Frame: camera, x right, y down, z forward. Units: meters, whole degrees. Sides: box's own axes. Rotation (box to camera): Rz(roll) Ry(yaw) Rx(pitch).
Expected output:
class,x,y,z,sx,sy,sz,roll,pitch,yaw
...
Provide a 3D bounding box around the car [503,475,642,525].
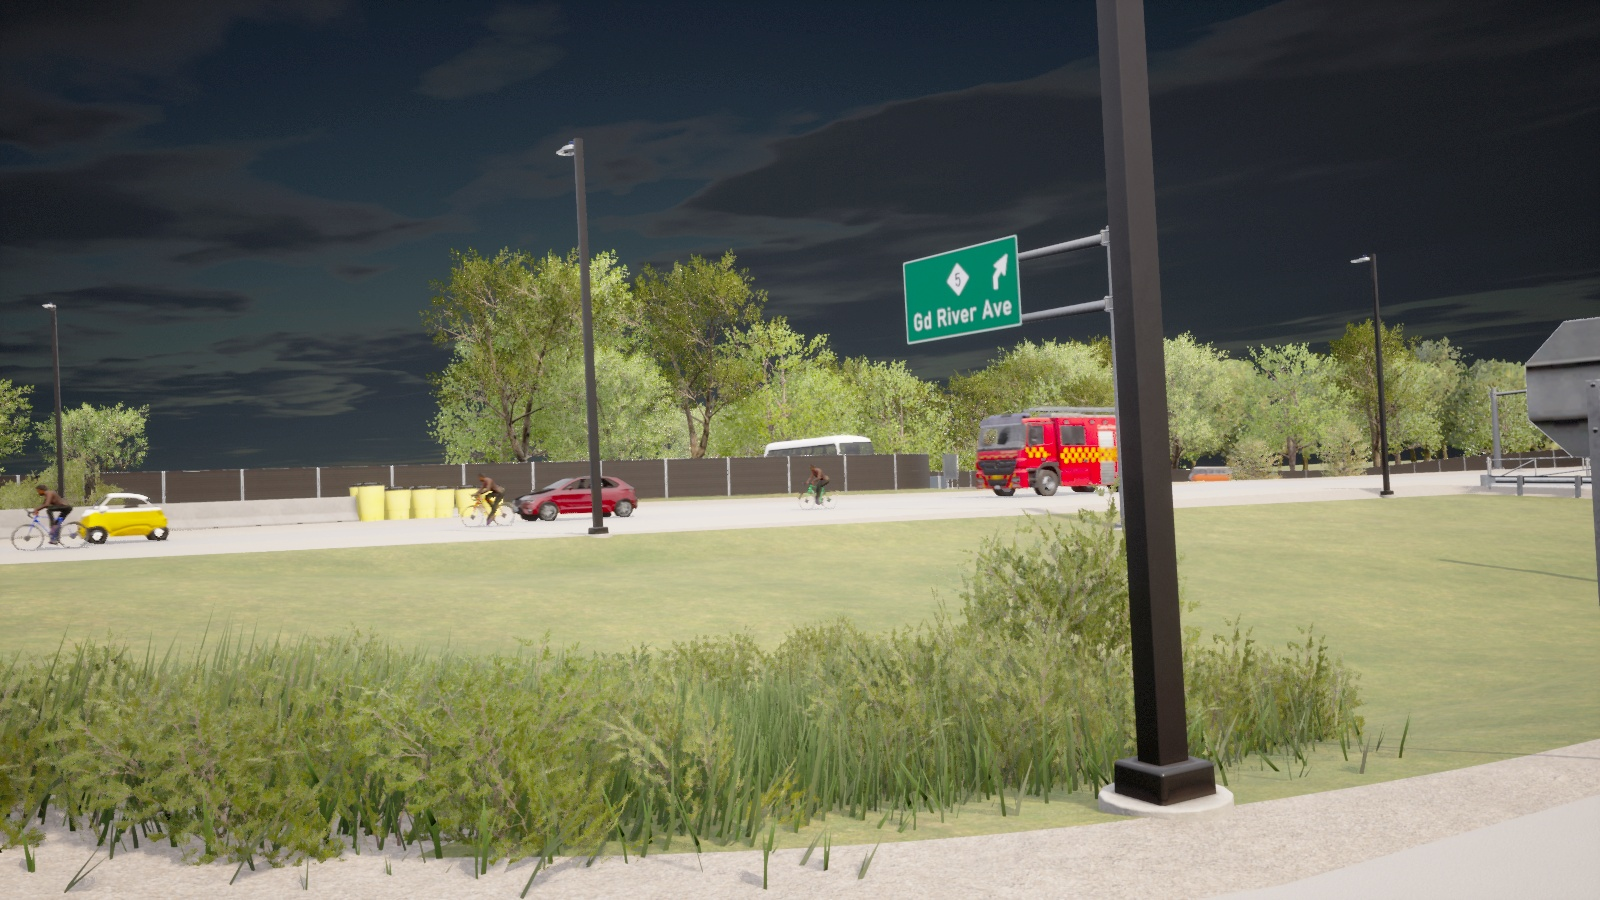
class,x,y,z,sx,sy,sz,roll,pitch,yaw
car,-7.644,1.684,42.354,4.193,1.474,1.816,-2,-2,-35

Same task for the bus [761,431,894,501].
class,x,y,z,sx,sy,sz,roll,pitch,yaw
bus,1.788,1.214,89.024,3.944,4.253,10.273,-3,-2,-35

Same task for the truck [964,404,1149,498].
class,x,y,z,sx,sy,sz,roll,pitch,yaw
truck,11.419,-0.012,55.433,8.468,3.827,2.891,-1,-2,-37

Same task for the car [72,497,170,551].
class,x,y,z,sx,sy,sz,roll,pitch,yaw
car,-18.757,2.026,34.667,2.207,1.376,1.481,-1,-2,-35

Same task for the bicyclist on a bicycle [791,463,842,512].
class,x,y,z,sx,sy,sz,roll,pitch,yaw
bicyclist on a bicycle,0.570,1.298,43.787,1.656,1.620,0.582,-2,-1,-35

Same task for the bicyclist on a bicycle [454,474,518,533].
class,x,y,z,sx,sy,sz,roll,pitch,yaw
bicyclist on a bicycle,-9.245,1.565,37.000,1.656,1.620,0.582,-2,-1,-35

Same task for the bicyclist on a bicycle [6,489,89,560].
class,x,y,z,sx,sy,sz,roll,pitch,yaw
bicyclist on a bicycle,-18.374,1.812,30.687,1.656,1.620,0.582,-2,-1,-35
